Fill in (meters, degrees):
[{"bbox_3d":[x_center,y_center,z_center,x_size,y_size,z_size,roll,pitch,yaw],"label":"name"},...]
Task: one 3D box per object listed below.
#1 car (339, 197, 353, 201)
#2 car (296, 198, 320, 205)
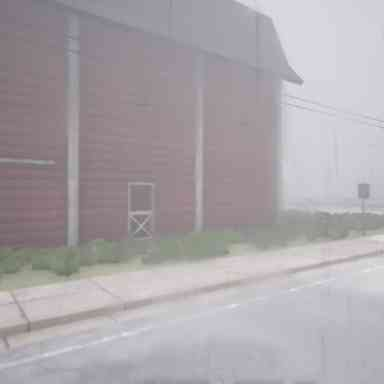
[{"bbox_3d":[27.124,1.647,58.612,3.905,1.438,1.784,0,0,-36],"label":"car"},{"bbox_3d":[17.447,1.604,50.051,4.193,1.474,1.816,0,0,-36],"label":"car"}]
